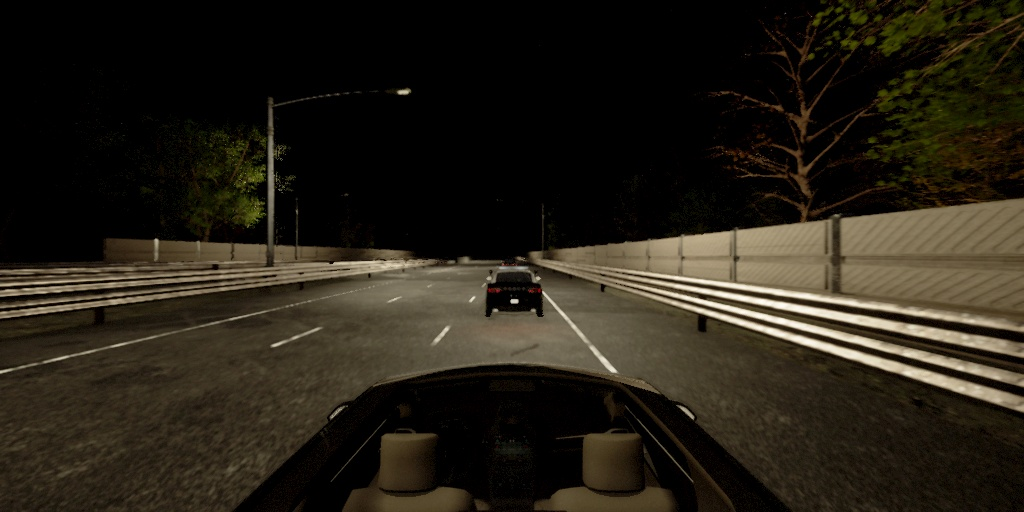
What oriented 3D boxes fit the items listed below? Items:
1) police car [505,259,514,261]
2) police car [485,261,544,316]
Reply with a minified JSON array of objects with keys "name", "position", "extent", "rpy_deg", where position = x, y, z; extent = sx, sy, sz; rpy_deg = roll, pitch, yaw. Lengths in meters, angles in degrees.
[{"name":"police car","position":[-0.303,1.154,44.190],"extent":[2.038,1.542,4.974],"rpy_deg":[0,0,-1]},{"name":"police car","position":[0.062,1.150,13.355],"extent":[1.930,1.638,5.238],"rpy_deg":[0,0,0]}]
